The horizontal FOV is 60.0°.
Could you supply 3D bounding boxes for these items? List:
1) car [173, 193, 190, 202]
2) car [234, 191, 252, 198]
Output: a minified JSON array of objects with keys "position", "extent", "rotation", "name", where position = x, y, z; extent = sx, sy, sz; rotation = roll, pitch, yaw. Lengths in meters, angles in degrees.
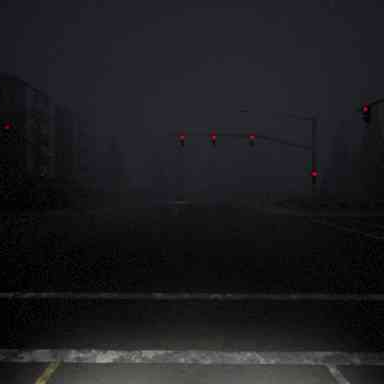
[{"position":[-1.779,0.925,56.548],"extent":[1.994,1.385,4.181],"rotation":[0,1,15],"name":"car"},{"position":[11.848,0.621,76.980],"extent":[4.902,1.511,2.128],"rotation":[-1,1,-43],"name":"car"}]
